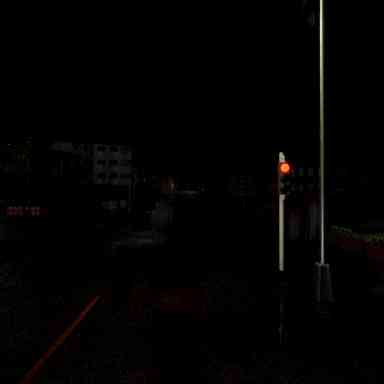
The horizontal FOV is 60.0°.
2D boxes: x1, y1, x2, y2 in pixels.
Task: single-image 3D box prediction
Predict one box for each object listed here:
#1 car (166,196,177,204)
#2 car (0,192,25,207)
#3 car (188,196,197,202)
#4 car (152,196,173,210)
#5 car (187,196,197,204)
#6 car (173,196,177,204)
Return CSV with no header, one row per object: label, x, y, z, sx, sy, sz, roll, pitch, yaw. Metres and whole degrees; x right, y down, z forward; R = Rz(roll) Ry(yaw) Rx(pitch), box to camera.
car,-3.964,1.484,64.769,1.882,1.535,5.008,0,0,1
car,-19.715,0.989,34.999,1.905,1.878,3.866,0,0,35
car,0.095,1.592,76.795,1.895,1.301,4.718,0,0,0
car,-4.047,1.496,43.084,2.128,1.511,4.902,0,0,0
car,0.082,1.554,66.200,2.033,1.411,5.357,0,0,0
car,-4.028,1.497,53.048,2.128,1.511,4.902,0,0,0
